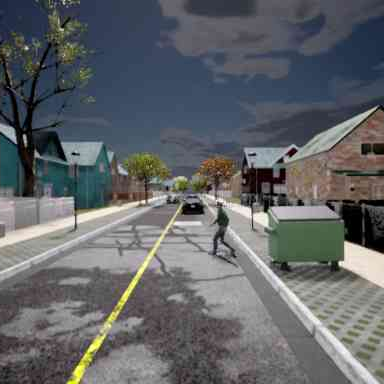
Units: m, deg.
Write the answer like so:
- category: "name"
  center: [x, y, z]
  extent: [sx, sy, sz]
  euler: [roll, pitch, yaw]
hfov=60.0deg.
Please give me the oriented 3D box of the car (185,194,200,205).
- category: "car"
  center: [0.086, 1.005, 45.350]
  extent: [1.837, 1.490, 4.892]
  euler: [0, -1, 0]

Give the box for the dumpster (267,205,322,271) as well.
- category: "dumpster"
  center: [2.993, 1.274, 9.954]
  extent: [1.020, 1.700, 1.940]
  euler: [-1, 0, 0]

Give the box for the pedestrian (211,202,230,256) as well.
- category: "pedestrian"
  center: [0.940, 1.161, 10.904]
  extent: [0.375, 1.860, 0.375]
  euler: [1, -1, -2]

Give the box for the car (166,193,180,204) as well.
- category: "car"
  center: [-2.825, 0.957, 49.697]
  extent: [2.128, 1.511, 4.902]
  euler: [0, 0, 0]

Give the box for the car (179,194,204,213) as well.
- category: "car"
  center: [0.086, 1.204, 31.390]
  extent: [1.994, 1.385, 4.181]
  euler: [0, 1, 0]
